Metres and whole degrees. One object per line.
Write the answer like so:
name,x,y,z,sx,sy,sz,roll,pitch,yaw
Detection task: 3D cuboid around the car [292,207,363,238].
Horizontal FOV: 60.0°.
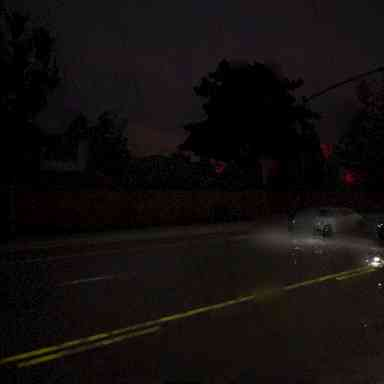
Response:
car,7.403,1.526,17.883,4.674,1.442,1.812,0,0,-35

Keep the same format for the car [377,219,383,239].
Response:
car,10.882,1.478,16.052,5.008,1.535,1.882,0,0,-35
